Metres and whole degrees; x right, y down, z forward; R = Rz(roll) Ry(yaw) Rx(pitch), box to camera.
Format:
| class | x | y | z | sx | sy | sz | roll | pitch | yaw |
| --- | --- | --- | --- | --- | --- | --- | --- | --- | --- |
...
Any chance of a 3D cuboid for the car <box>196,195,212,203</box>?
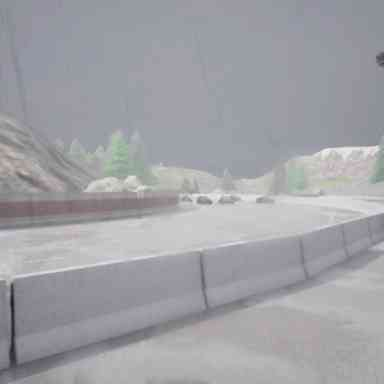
| class | x | y | z | sx | sy | sz | roll | pitch | yaw |
| --- | --- | --- | --- | --- | --- | --- | --- | --- | --- |
| car | 2.539 | 1.479 | 72.317 | 2.128 | 1.511 | 4.902 | -1 | 0 | -13 |

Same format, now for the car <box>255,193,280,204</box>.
| class | x | y | z | sx | sy | sz | roll | pitch | yaw |
| --- | --- | --- | --- | --- | --- | --- | --- | --- | --- |
| car | 12.770 | 1.399 | 58.095 | 2.033 | 1.411 | 5.357 | -1 | 0 | -10 |

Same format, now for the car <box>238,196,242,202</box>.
| class | x | y | z | sx | sy | sz | roll | pitch | yaw |
| --- | --- | --- | --- | --- | --- | --- | --- | --- | --- |
| car | 9.432 | 1.394 | 73.565 | 2.128 | 1.511 | 4.902 | -1 | 0 | -13 |

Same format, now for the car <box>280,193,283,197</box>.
| class | x | y | z | sx | sy | sz | roll | pitch | yaw |
| --- | --- | --- | --- | --- | --- | --- | --- | --- | --- |
| car | 18.999 | 0.915 | 78.874 | 2.097 | 1.767 | 4.553 | -1 | 0 | -13 |

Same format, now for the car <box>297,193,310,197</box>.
| class | x | y | z | sx | sy | sz | roll | pitch | yaw |
| --- | --- | --- | --- | --- | --- | --- | --- | --- | --- |
| car | 25.825 | 1.000 | 80.431 | 1.812 | 1.442 | 4.674 | -1 | 0 | -13 |

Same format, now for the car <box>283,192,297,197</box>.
| class | x | y | z | sx | sy | sz | roll | pitch | yaw |
| --- | --- | --- | --- | --- | --- | --- | --- | --- | --- |
| car | 22.414 | 0.873 | 79.638 | 2.097 | 1.767 | 4.553 | -1 | 0 | -13 |

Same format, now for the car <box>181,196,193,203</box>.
| class | x | y | z | sx | sy | sz | roll | pitch | yaw |
| --- | --- | --- | --- | --- | --- | --- | --- | --- | --- |
| car | -1.136 | 1.523 | 72.713 | 2.128 | 1.511 | 4.902 | -1 | 0 | -13 |

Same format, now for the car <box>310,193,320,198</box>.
| class | x | y | z | sx | sy | sz | roll | pitch | yaw |
| --- | --- | --- | --- | --- | --- | --- | --- | --- | --- |
| car | 29.241 | 0.986 | 81.195 | 1.994 | 1.385 | 4.181 | -1 | 0 | -13 |

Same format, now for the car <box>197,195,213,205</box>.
| class | x | y | z | sx | sy | sz | roll | pitch | yaw |
| --- | --- | --- | --- | --- | --- | --- | --- | --- | --- |
| car | 2.180 | 1.528 | 57.480 | 2.033 | 1.411 | 5.357 | -1 | 0 | -11 |

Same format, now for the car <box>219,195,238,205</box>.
| class | x | y | z | sx | sy | sz | roll | pitch | yaw |
| --- | --- | --- | --- | --- | --- | --- | --- | --- | --- |
| car | 5.833 | 1.463 | 56.900 | 1.812 | 1.442 | 4.674 | -1 | 0 | -10 |
